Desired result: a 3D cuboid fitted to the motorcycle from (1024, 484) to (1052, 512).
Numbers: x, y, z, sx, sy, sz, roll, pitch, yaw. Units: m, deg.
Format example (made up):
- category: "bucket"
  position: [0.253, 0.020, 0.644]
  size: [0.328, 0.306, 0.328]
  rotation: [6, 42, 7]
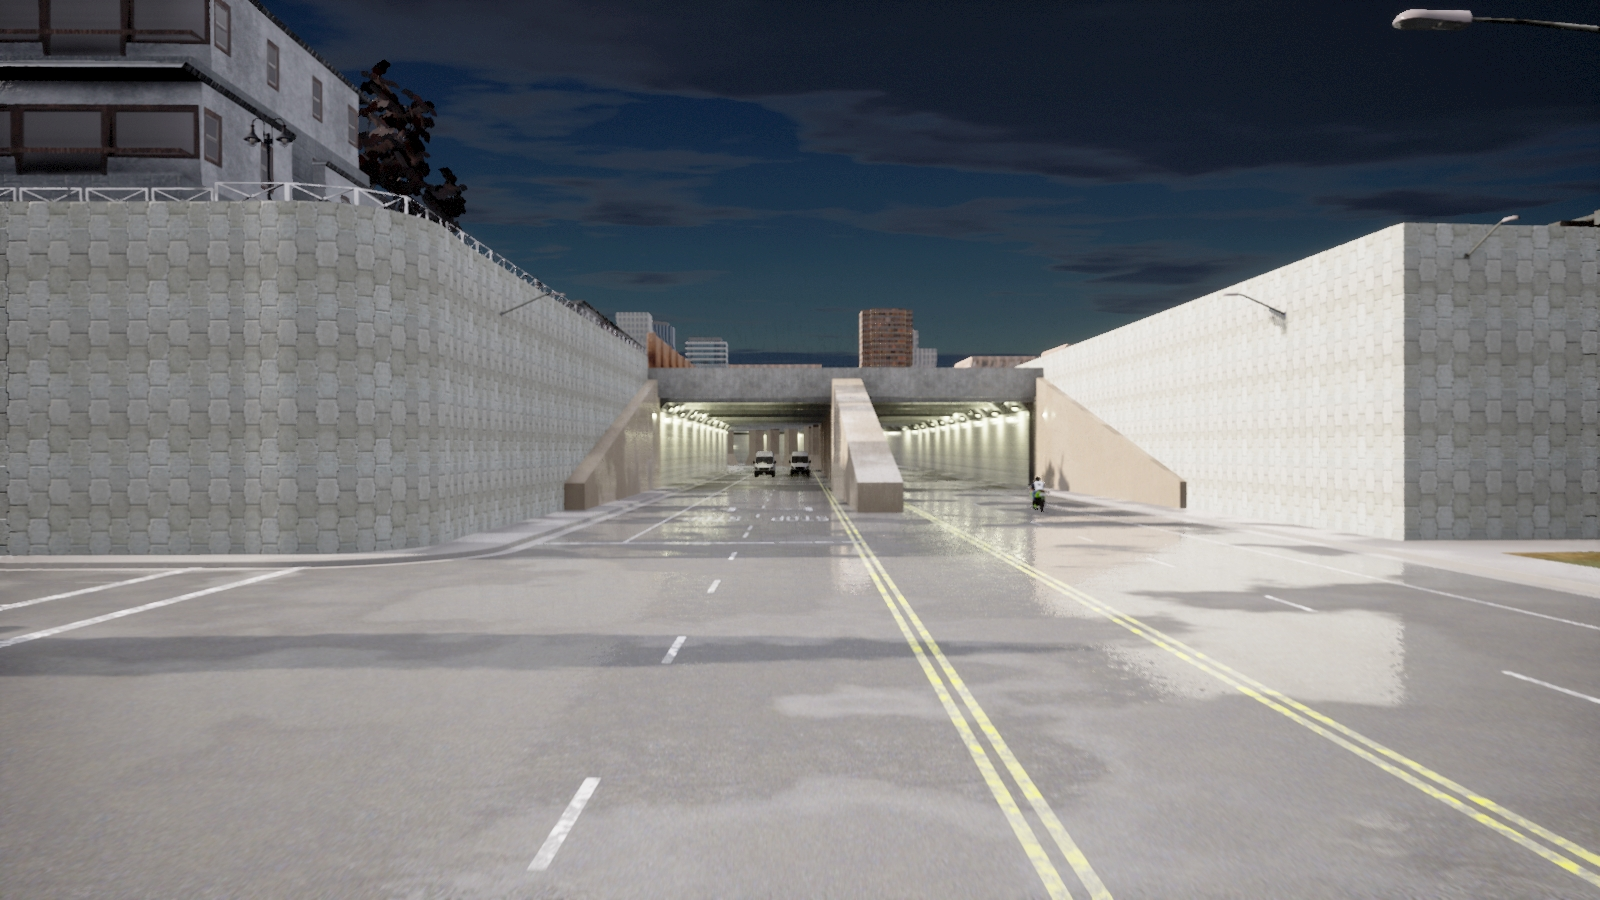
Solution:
- category: "motorcycle"
  position: [10.479, 2.122, 50.348]
  size: [0.803, 1.145, 2.033]
  rotation: [0, 0, 0]
